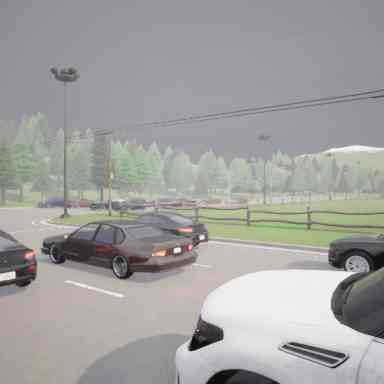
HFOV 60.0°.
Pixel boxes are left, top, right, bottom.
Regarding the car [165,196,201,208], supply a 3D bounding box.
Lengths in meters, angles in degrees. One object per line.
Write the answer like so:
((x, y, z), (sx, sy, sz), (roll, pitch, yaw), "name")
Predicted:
((-1.282, 1.601, 47.789), (1.895, 1.301, 4.718), (0, 0, 37), "car")

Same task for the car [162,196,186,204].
((-3.630, 1.547, 67.783), (2.033, 1.411, 5.357), (0, 0, 38), "car")

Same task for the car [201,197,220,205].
((3.235, 1.600, 59.565), (1.895, 1.301, 4.718), (0, 0, 37), "car")

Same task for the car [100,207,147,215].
((-1.482, 1.526, 13.745), (4.674, 1.442, 1.812), (0, 0, 36), "car")

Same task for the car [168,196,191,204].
((-2.407, 1.525, 63.672), (1.812, 1.442, 4.674), (0, 0, 37), "car")

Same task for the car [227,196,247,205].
((8.193, 1.491, 60.312), (2.128, 1.511, 4.902), (0, 0, 37), "car")

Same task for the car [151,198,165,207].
((-4.836, 1.563, 48.891), (1.994, 1.385, 4.181), (0, 0, 37), "car")

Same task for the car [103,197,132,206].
((-12.523, 1.525, 56.107), (1.812, 1.442, 4.674), (0, 0, 37), "car")

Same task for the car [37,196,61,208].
((-19.429, 1.352, 46.907), (2.097, 1.767, 4.553), (0, 0, 36), "car")

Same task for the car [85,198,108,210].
((-10.492, 1.601, 41.361), (1.895, 1.301, 4.718), (0, 0, 34), "car")

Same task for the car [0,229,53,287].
((-5.556, 1.526, 8.051), (4.674, 1.442, 1.812), (0, 0, 36), "car")

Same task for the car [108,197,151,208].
((-7.393, 1.564, 39.664), (1.994, 1.385, 4.181), (0, 0, 37), "car")

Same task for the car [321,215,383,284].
((6.050, 1.478, 8.246), (5.008, 1.535, 1.882), (0, 0, 36), "car")

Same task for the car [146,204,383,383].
((2.503, 1.221, 2.169), (5.566, 2.045, 2.150), (0, 0, 36), "car")

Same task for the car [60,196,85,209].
((-15.511, 1.564, 46.341), (1.994, 1.385, 4.181), (0, 0, 37), "car")

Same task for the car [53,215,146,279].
((-2.395, 1.547, 10.057), (5.357, 1.411, 2.033), (0, 0, 37), "car")

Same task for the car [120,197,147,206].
((-9.503, 1.564, 54.322), (1.994, 1.385, 4.181), (0, 0, 37), "car")
